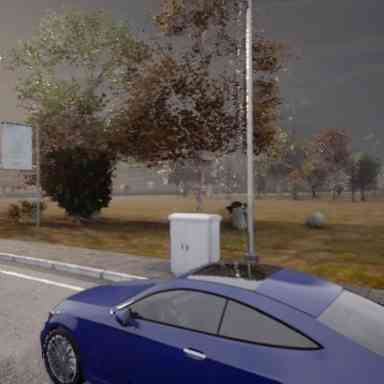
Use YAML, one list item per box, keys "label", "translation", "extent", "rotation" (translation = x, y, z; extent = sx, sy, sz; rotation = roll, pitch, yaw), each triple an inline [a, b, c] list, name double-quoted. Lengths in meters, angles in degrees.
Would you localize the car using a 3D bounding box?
- label: "car"
  translation: [0.293, 1.518, 3.636]
  extent: [4.674, 1.442, 1.812]
  rotation: [0, 0, 35]
